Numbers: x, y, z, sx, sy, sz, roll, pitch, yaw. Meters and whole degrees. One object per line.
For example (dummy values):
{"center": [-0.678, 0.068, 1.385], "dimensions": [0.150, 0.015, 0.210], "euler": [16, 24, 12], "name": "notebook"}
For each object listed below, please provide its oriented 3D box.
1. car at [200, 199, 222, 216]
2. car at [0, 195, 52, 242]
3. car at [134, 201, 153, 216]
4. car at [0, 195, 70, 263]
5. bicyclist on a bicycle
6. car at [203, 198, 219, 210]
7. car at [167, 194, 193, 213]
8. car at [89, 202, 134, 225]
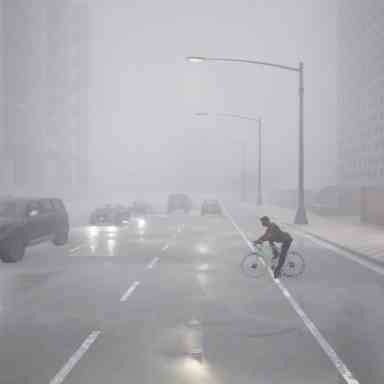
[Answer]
{"center": [1.839, 1.492, 32.217], "dimensions": [2.128, 1.511, 4.902], "euler": [0, 0, 3], "name": "car"}
{"center": [-9.690, 1.216, 17.380], "dimensions": [2.150, 2.045, 5.566], "euler": [0, 1, 4], "name": "car"}
{"center": [-5.257, 1.601, 33.329], "dimensions": [1.895, 1.301, 4.718], "euler": [0, 0, 4], "name": "car"}
{"center": [-6.494, 1.223, 12.326], "dimensions": [2.150, 2.045, 5.566], "euler": [0, 0, 3], "name": "car"}
{"center": [2.087, 1.451, 8.662], "dimensions": [1.656, 1.620, 0.582], "euler": [-2, 0, 3], "name": "bicyclist on a bicycle"}
{"center": [2.541, 1.564, 44.721], "dimensions": [1.994, 1.385, 4.181], "euler": [0, 0, 3], "name": "car"}
{"center": [-1.436, 1.219, 36.930], "dimensions": [2.150, 2.045, 5.566], "euler": [0, 0, 3], "name": "car"}
{"center": [-5.778, 1.564, 23.692], "dimensions": [1.994, 1.385, 4.181], "euler": [0, 0, 4], "name": "car"}
